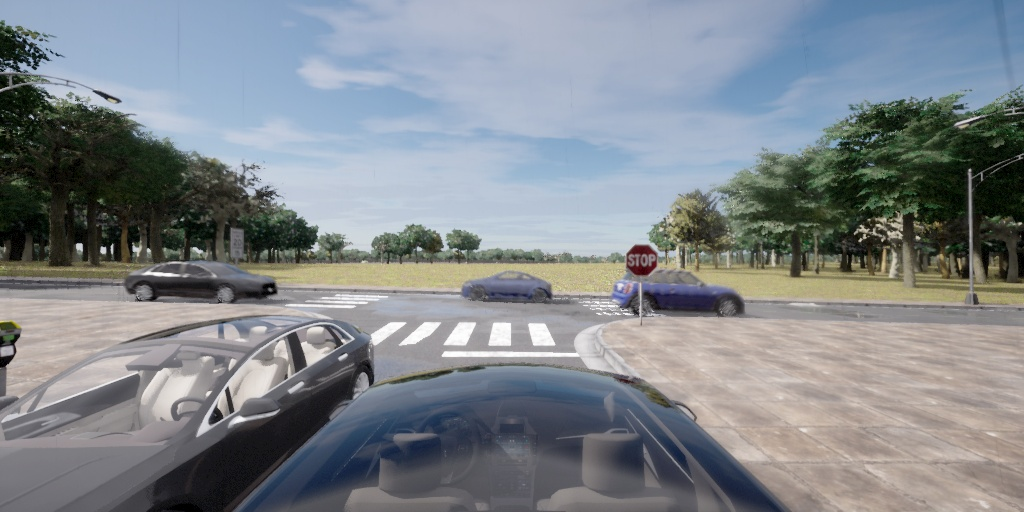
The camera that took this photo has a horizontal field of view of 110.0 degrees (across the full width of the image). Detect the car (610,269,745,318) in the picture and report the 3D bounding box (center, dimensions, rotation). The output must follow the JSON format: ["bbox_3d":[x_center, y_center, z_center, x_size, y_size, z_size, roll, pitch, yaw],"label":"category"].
[{"bbox_3d":[6.203,1.300,13.626,4.553,1.767,2.097,2,-1,0],"label":"car"}]

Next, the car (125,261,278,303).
[{"bbox_3d":[-11.566,0.958,13.541,4.892,1.490,1.837,2,-1,0],"label":"car"}]

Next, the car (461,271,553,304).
[{"bbox_3d":[-0.203,1.363,16.544,4.181,1.385,1.994,2,-1,0],"label":"car"}]

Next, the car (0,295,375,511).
[{"bbox_3d":[-2.645,1.301,3.121,2.007,1.370,4.403,0,0,0],"label":"car"}]
